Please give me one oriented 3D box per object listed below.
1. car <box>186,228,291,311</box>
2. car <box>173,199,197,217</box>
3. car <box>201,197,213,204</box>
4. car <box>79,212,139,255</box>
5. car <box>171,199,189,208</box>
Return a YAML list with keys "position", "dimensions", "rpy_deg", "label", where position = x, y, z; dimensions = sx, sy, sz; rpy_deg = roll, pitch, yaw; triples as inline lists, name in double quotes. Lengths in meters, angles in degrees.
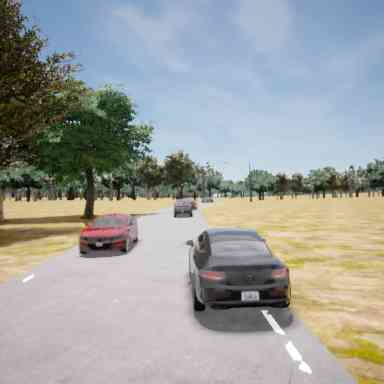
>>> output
- position: [0.872, 1.564, 7.770]
  dimensions: [1.812, 1.442, 4.674]
  rpy_deg: [-1, 0, -2]
  label: "car"
- position: [-0.874, 1.733, 34.807]
  dimensions: [2.128, 1.511, 4.902]
  rpy_deg: [-2, 0, 0]
  label: "car"
- position: [3.649, 1.950, 79.815]
  dimensions: [2.128, 1.511, 4.902]
  rpy_deg: [-3, -1, 19]
  label: "car"
- position: [-3.539, 1.704, 14.829]
  dimensions: [1.882, 1.535, 5.008]
  rpy_deg: [-1, 0, -2]
  label: "car"
- position: [-1.971, 1.982, 58.329]
  dimensions: [2.033, 1.411, 5.357]
  rpy_deg: [-3, 0, 10]
  label: "car"
